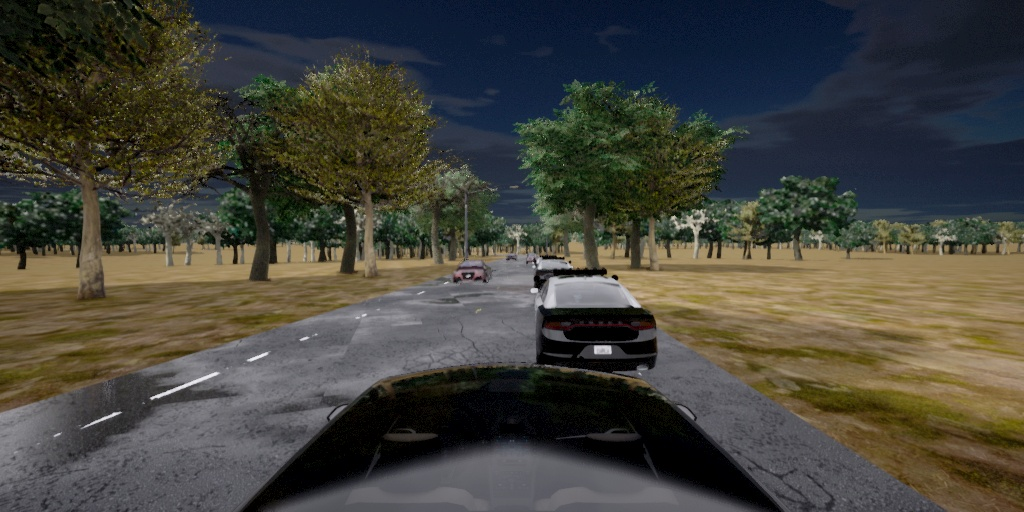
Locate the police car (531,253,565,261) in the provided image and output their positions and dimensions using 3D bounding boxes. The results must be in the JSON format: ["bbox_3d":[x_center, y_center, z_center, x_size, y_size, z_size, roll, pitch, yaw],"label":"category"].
[{"bbox_3d":[2.019,0.848,17.644,1.930,1.638,5.238,1,1,3],"label":"police car"}]

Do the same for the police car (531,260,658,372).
[{"bbox_3d":[1.429,1.068,7.653,1.930,1.638,5.238,-1,1,3],"label":"police car"}]

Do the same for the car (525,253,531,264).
[{"bbox_3d":[2.894,0.422,50.510,2.033,1.411,5.357,0,1,3],"label":"car"}]

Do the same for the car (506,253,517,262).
[{"bbox_3d":[-0.023,0.232,63.157,2.033,1.411,5.357,0,1,4],"label":"car"}]

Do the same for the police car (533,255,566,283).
[{"bbox_3d":[2.359,0.754,23.645,1.930,1.638,5.238,0,0,3],"label":"police car"}]

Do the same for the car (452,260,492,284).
[{"bbox_3d":[-2.392,0.953,22.376,1.994,1.385,4.181,-3,0,3],"label":"car"}]
